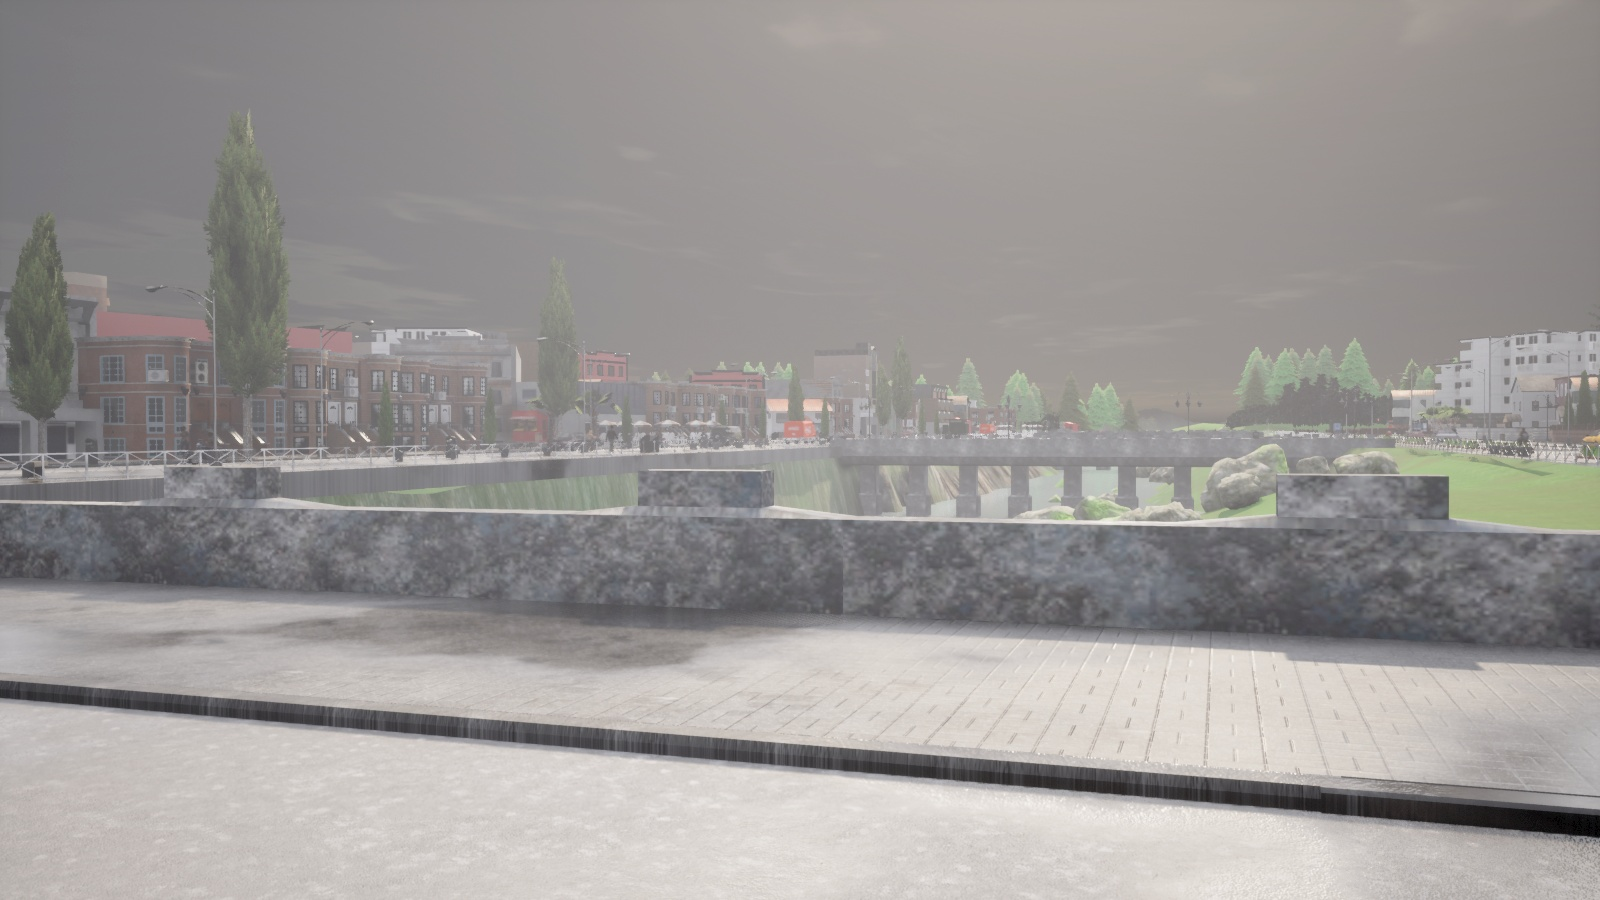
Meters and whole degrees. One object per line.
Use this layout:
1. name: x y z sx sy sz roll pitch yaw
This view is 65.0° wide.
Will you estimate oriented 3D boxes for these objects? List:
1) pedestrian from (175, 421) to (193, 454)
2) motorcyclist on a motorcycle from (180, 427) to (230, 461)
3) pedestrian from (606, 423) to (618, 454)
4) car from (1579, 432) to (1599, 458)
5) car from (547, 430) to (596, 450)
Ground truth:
1. pedestrian: -33.394 -0.679 68.078 0.328 1.805 0.869 1 1 24
2. motorcyclist on a motorcycle: -28.837 -0.306 60.897 0.766 1.649 2.350 1 1 19
3. pedestrian: -11.160 -0.700 74.622 0.431 1.840 0.703 0 1 17
4. car: 50.714 -0.308 78.921 1.801 1.575 5.366 1 1 19
5. car: -17.305 -0.750 95.228 1.816 1.474 4.193 1 1 19
